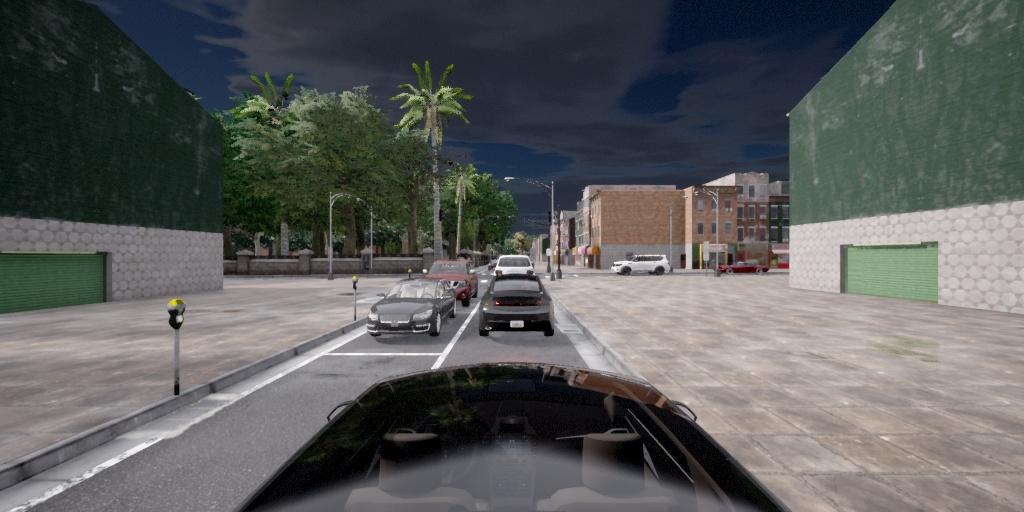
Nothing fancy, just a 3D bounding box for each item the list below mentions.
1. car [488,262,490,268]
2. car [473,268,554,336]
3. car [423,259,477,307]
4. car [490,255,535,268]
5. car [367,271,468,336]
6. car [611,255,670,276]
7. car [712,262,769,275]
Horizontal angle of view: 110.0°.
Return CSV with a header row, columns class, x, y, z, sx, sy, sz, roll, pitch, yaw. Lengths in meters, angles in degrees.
class,x,y,z,sx,sy,sz,roll,pitch,yaw
car,-2.574,1.296,53.819,1.967,1.591,4.097,0,0,0
car,0.109,1.256,10.336,1.837,1.490,4.892,0,0,0
car,-2.621,1.069,15.673,2.192,1.841,5.009,0,0,0
car,0.122,0.981,20.429,2.150,2.045,5.566,0,0,0
car,-2.628,1.301,10.210,2.007,1.370,4.403,0,0,0
car,12.899,0.903,36.024,5.566,2.045,2.150,0,0,0
car,22.907,1.220,36.024,4.718,1.301,1.895,0,0,0
